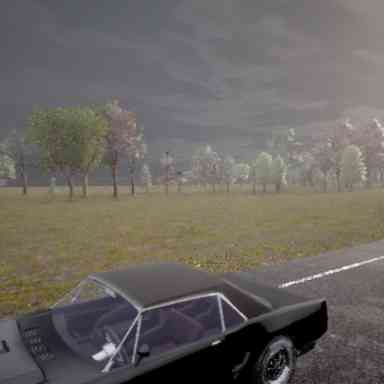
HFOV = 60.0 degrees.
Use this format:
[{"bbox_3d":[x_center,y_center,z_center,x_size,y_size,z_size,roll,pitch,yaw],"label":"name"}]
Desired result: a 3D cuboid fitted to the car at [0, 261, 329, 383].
[{"bbox_3d":[-0.713,1.569,3.484,4.718,1.301,1.895,-2,1,-35],"label":"car"}]
